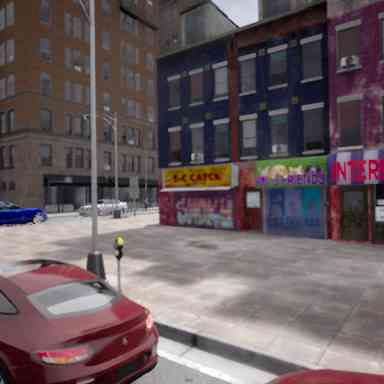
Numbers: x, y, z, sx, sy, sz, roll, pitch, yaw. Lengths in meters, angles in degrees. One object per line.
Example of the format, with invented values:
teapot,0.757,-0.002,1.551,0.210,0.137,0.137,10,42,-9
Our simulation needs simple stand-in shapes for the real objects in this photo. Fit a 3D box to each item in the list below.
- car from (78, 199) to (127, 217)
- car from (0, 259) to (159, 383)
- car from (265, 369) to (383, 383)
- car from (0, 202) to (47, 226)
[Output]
car,-7.824,1.369,29.621,1.812,1.442,4.674,-1,0,36
car,-2.319,1.582,4.471,4.206,1.307,1.802,0,-1,35
car,2.114,1.582,1.319,4.206,1.307,1.802,0,-1,35
car,-11.208,1.349,19.828,1.882,1.535,5.008,-1,0,36
